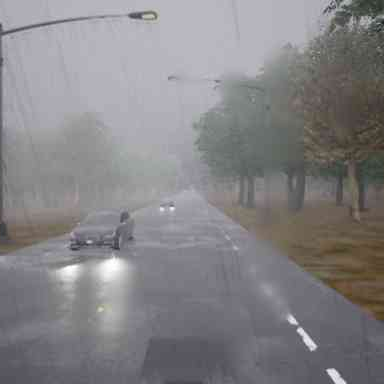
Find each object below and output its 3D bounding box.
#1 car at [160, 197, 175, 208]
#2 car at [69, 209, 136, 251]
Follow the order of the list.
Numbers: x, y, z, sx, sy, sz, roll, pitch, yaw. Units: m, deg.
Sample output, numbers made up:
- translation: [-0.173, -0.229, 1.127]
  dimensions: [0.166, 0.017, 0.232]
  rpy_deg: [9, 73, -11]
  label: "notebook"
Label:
- translation: [-3.553, 1.504, 48.568]
  dimensions: [1.812, 1.442, 4.674]
  rpy_deg: [0, 0, 1]
  label: "car"
- translation: [-3.601, 1.504, 14.107]
  dimensions: [1.837, 1.490, 4.892]
  rpy_deg: [0, 0, 0]
  label: "car"
